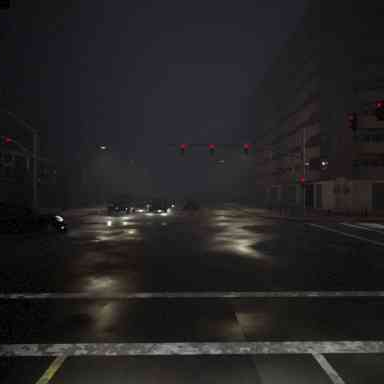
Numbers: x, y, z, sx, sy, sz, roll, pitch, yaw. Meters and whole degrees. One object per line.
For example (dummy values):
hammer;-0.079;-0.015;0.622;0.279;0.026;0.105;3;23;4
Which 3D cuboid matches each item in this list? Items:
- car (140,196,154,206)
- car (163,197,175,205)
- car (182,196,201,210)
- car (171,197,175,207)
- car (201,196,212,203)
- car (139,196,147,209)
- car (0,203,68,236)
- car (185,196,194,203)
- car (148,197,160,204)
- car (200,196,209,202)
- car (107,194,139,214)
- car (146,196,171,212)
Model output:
car;-7.447;1.505;55.388;1.837;1.490;4.892;0;0;0
car;-3.961;1.564;58.130;1.994;1.385;4.181;0;0;-1
car;-0.164;1.525;42.088;1.812;1.442;4.674;0;0;-1
car;-3.902;1.491;48.115;2.128;1.511;4.902;0;0;0
car;3.046;1.564;68.447;1.994;1.385;4.181;0;0;0
car;-7.386;1.477;45.076;1.882;1.535;5.008;0;0;0
car;-8.890;1.359;17.284;4.553;1.767;2.097;0;0;-19
car;-0.450;1.525;68.937;1.812;1.442;4.674;0;0;0
car;-7.469;1.601;65.682;1.895;1.301;4.718;0;0;0
car;2.979;1.591;78.391;1.895;1.301;4.718;0;0;0
car;-7.317;1.221;35.073;2.150;2.045;5.566;0;0;0
car;-3.839;1.478;38.627;1.882;1.535;5.008;0;0;0
